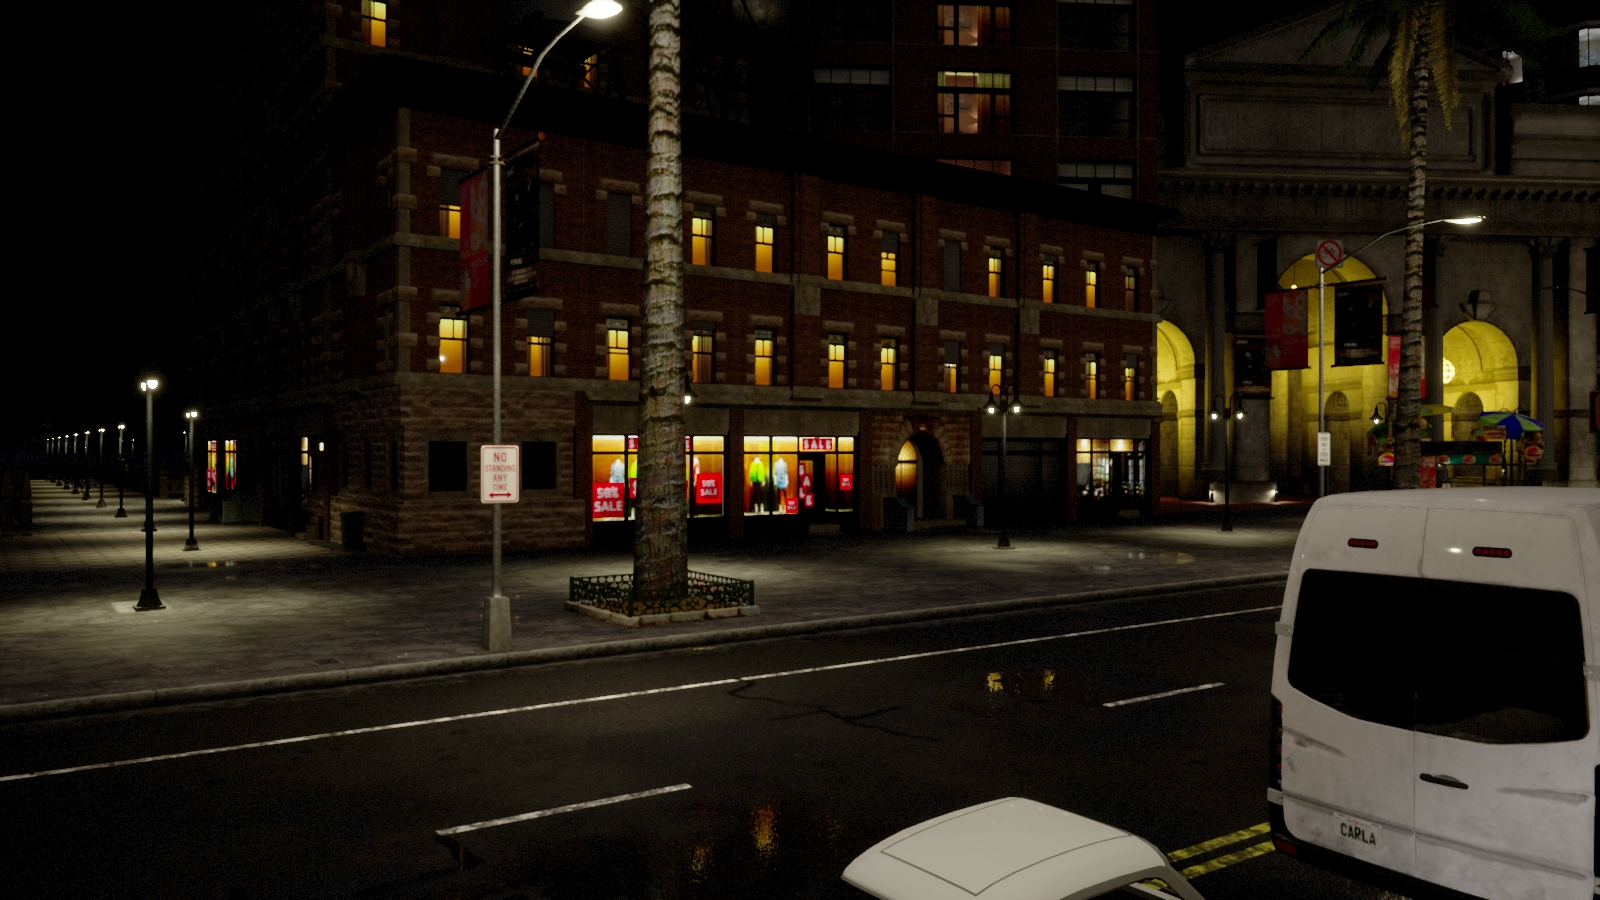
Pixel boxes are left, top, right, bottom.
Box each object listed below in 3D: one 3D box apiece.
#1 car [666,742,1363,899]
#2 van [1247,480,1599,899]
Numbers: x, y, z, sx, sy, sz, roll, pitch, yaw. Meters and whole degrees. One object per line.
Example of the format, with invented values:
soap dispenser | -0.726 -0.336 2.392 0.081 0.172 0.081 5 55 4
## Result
car | 0.827 2.120 4.347 2.207 1.376 1.481 0 0 -35
van | 5.722 1.534 7.821 5.915 2.561 1.988 0 0 -35
